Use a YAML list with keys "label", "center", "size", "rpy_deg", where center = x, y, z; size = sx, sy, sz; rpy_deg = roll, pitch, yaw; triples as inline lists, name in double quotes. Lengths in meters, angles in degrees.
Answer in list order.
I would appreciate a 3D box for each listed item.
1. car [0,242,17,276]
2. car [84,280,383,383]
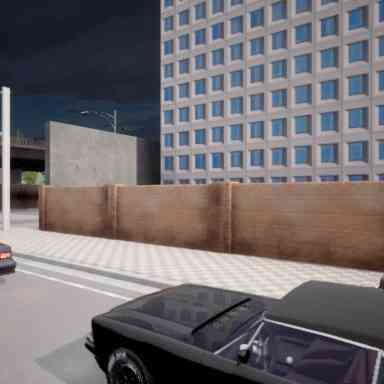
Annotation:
- label: "car"
  center: [-6.762, 1.547, 8.821]
  size: [5.357, 1.411, 2.033]
  rpy_deg: [0, 0, 36]
- label: "car"
  center: [1.103, 1.601, 3.199]
  size: [4.718, 1.301, 1.895]
  rpy_deg: [0, 0, 36]
